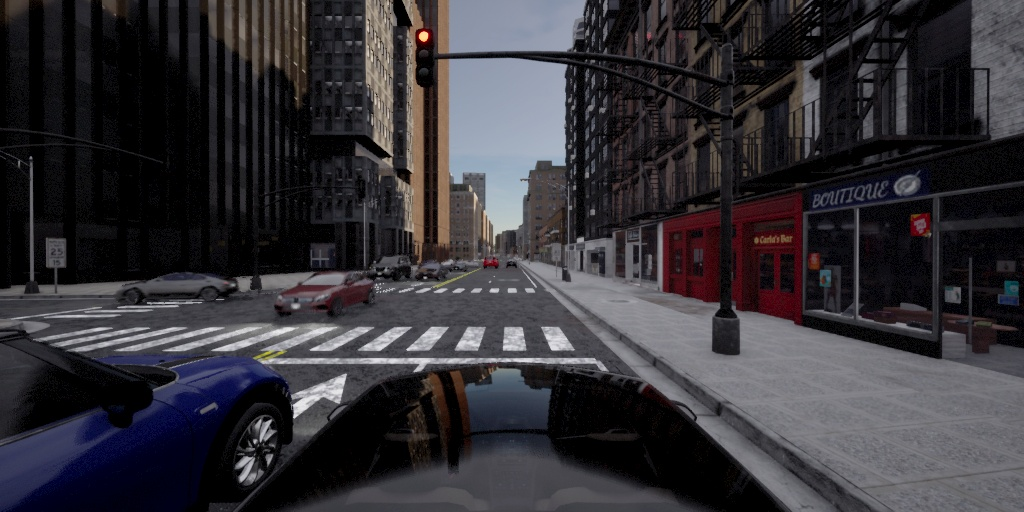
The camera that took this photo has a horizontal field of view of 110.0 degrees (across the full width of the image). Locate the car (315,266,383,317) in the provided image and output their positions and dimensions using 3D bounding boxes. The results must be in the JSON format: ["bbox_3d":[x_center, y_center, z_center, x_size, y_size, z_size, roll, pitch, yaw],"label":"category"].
[{"bbox_3d":[-6.633,1.276,13.308,1.812,1.442,4.674,0,0,0],"label":"car"}]

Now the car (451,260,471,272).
[{"bbox_3d":[-6.720,1.326,45.244,1.994,1.385,4.181,0,0,0],"label":"car"}]

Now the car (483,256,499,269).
[{"bbox_3d":[-3.420,0.988,58.051,2.150,2.045,5.566,0,0,0],"label":"car"}]

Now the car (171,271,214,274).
[{"bbox_3d":[-15.397,1.404,16.744,4.181,1.385,1.994,-1,1,-19],"label":"car"}]

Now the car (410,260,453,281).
[{"bbox_3d":[-6.684,1.304,30.287,2.033,1.411,5.357,0,0,0],"label":"car"}]

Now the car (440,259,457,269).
[{"bbox_3d":[-9.970,1.292,56.608,1.812,1.442,4.674,0,0,0],"label":"car"}]

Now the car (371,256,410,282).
[{"bbox_3d":[-9.926,0.977,29.614,2.150,2.045,5.566,0,0,0],"label":"car"}]

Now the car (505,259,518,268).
[{"bbox_3d":[-0.083,1.272,61.835,1.837,1.490,4.892,0,0,0],"label":"car"}]

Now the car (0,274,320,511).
[{"bbox_3d":[-3.145,1.102,1.592,2.097,1.767,4.553,0,0,0],"label":"car"}]

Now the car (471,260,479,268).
[{"bbox_3d":[-6.700,1.368,60.494,1.895,1.301,4.718,0,0,0],"label":"car"}]
